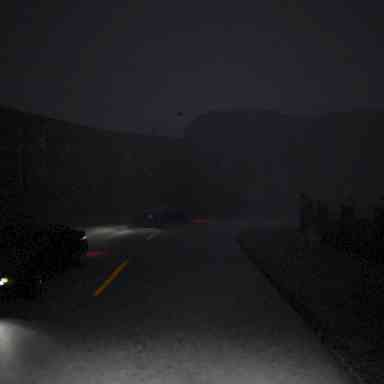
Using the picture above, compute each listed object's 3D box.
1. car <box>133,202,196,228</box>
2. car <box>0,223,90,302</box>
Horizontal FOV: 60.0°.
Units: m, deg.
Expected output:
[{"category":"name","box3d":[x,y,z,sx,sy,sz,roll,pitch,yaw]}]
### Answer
[{"category":"car","box3d":[-1.789,1.498,22.789,1.882,1.535,5.008,-1,0,39]},{"category":"car","box3d":[-4.206,1.554,8.636,2.033,1.411,5.357,0,0,-1]}]
